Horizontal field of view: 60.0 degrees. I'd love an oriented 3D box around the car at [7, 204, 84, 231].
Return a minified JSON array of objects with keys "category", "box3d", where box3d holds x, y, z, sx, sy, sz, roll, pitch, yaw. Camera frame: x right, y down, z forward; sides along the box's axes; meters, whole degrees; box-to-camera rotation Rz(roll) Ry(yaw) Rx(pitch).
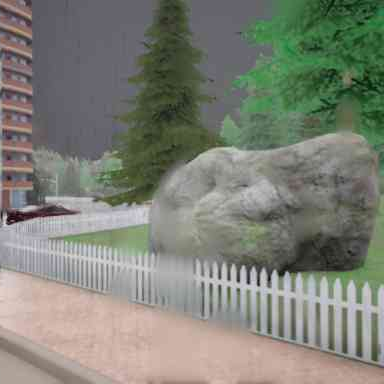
[{"category":"car","box3d":[-9.113,1.515,21.210,1.882,1.535,5.008,0,0,26]}]
